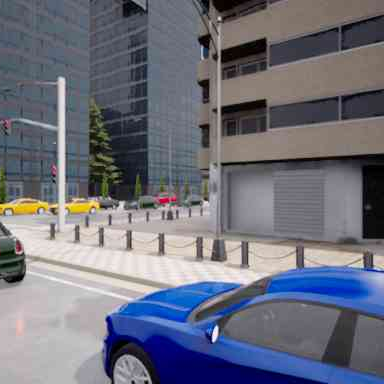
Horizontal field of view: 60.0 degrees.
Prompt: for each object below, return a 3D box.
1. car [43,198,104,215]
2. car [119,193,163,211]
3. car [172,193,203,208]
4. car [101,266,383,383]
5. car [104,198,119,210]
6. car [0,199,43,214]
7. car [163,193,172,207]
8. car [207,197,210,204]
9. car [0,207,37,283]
[{"bbox_3d":[-11.484,1.409,32.675,1.882,1.535,5.008,0,0,36],"label":"car"},{"bbox_3d":[-6.110,1.284,40.091,2.097,1.767,4.553,0,0,36],"label":"car"},{"bbox_3d":[-0.300,1.284,48.098,2.097,1.767,4.553,0,0,36],"label":"car"},{"bbox_3d":[1.255,1.477,3.097,5.008,1.535,1.882,0,0,36],"label":"car"},{"bbox_3d":[-10.823,1.421,39.554,2.128,1.511,4.902,0,0,36],"label":"car"},{"bbox_3d":[-16.340,1.408,31.947,1.882,1.535,5.008,0,0,36],"label":"car"},{"bbox_3d":[-4.517,1.151,48.249,2.150,2.045,5.566,0,0,36],"label":"car"},{"bbox_3d":[4.970,1.155,61.206,2.150,2.045,5.566,0,0,36],"label":"car"},{"bbox_3d":[-6.239,1.348,8.440,4.553,1.767,2.097,0,0,36],"label":"car"}]
